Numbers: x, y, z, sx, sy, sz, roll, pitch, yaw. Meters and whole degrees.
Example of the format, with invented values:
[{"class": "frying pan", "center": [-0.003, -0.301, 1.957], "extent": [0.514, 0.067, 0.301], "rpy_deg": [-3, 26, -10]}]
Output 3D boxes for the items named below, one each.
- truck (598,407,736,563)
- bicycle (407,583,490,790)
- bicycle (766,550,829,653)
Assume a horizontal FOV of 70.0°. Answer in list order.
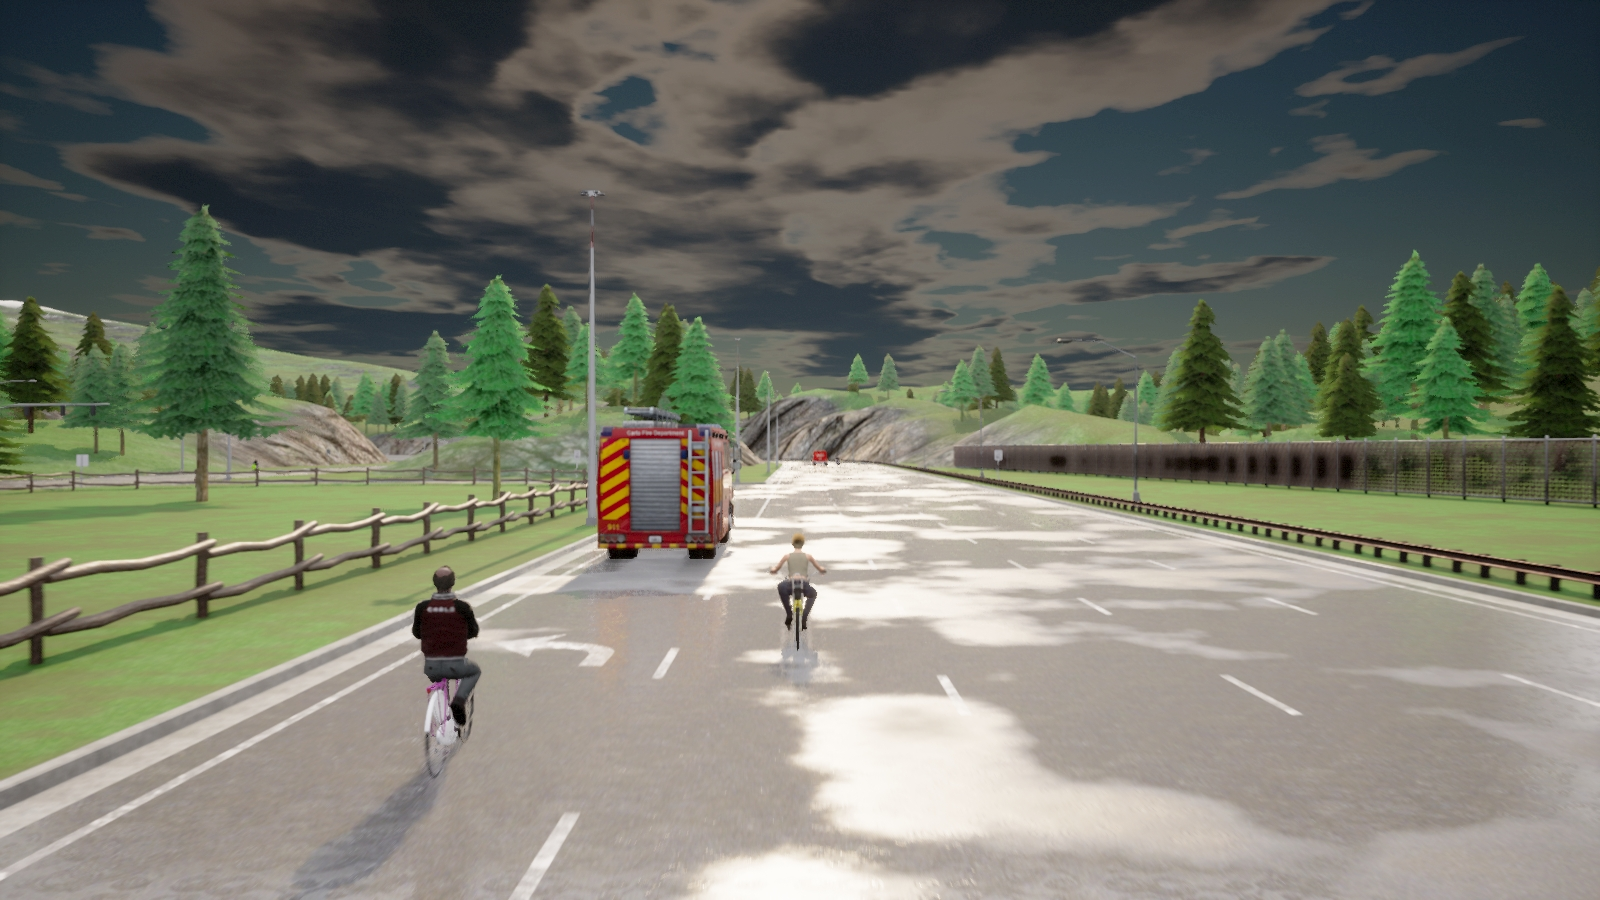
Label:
[{"class": "truck", "center": [-3.507, 0.864, 32.238], "extent": [2.891, 3.827, 8.468], "rpy_deg": [0, 0, 0]}, {"class": "bicycle", "center": [-3.137, 2.051, 10.309], "extent": [0.329, 1.471, 1.835], "rpy_deg": [0, 0, -5]}, {"class": "bicycle", "center": [-0.027, 2.144, 16.386], "extent": [0.859, 1.276, 1.487], "rpy_deg": [0, 0, 0]}]
